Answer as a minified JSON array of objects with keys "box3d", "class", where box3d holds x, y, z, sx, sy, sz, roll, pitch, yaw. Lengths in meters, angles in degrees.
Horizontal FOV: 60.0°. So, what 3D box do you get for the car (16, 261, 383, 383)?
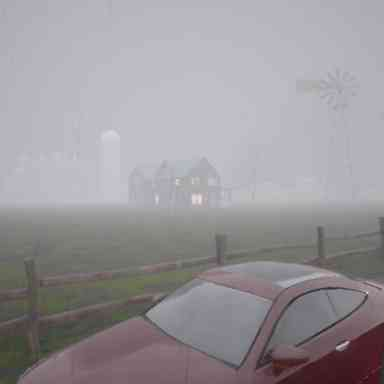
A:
[{"box3d":[0.610,1.568,3.506,4.674,1.442,1.812,0,-1,-38],"class":"car"}]
